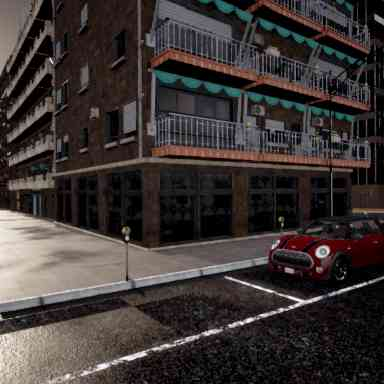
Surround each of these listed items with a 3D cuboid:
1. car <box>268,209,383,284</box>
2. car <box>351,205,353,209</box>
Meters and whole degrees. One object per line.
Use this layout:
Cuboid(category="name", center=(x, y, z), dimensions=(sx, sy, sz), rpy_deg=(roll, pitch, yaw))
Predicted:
Cuboid(category="car", center=(4.046, 1.439, 9.476), dimensions=(4.097, 1.590, 1.967), rpy_deg=(0, -1, -36))
Cuboid(category="car", center=(17.738, 1.745, 41.600), dimensions=(1.967, 1.590, 4.097), rpy_deg=(-2, 0, -36))
